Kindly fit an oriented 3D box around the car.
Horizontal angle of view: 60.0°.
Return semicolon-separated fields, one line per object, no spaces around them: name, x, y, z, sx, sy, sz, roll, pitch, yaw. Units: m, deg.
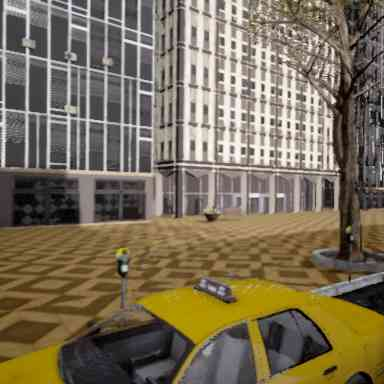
car;-0.014;1.497;2.887;4.829;1.417;1.752;0;1;-34
